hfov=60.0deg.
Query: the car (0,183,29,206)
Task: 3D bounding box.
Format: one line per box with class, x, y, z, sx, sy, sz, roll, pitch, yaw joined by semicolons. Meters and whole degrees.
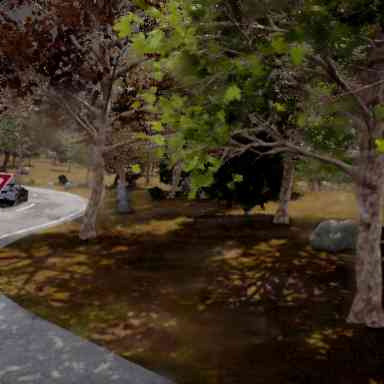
car;-12.371;0.062;22.251;1.994;1.385;4.181;4;4;-13
